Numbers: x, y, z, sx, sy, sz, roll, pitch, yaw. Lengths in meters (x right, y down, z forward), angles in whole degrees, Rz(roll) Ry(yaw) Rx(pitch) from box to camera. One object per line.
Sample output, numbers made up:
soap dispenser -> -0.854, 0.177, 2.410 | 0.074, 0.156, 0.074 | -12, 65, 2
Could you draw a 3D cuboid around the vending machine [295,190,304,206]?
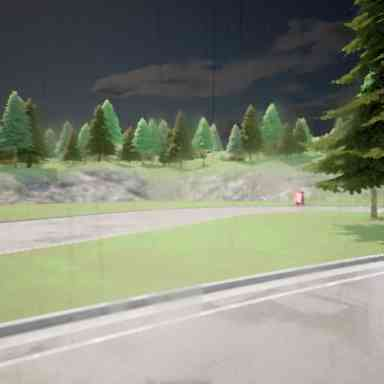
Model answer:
vending machine -> 14.626, 0.836, 45.284 | 0.880, 2.100, 1.100 | 0, 0, 6
